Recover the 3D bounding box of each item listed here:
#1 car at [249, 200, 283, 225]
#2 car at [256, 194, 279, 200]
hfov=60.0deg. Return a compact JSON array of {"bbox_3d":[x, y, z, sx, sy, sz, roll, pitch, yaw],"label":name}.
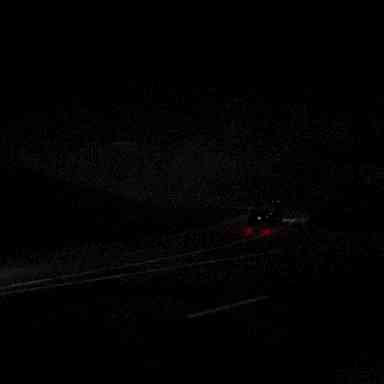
[{"bbox_3d":[5.410,1.555,24.269,1.812,1.442,4.674,0,0,24],"label":"car"},{"bbox_3d":[9.521,1.272,42.512,2.150,2.045,5.566,0,0,-3],"label":"car"}]
